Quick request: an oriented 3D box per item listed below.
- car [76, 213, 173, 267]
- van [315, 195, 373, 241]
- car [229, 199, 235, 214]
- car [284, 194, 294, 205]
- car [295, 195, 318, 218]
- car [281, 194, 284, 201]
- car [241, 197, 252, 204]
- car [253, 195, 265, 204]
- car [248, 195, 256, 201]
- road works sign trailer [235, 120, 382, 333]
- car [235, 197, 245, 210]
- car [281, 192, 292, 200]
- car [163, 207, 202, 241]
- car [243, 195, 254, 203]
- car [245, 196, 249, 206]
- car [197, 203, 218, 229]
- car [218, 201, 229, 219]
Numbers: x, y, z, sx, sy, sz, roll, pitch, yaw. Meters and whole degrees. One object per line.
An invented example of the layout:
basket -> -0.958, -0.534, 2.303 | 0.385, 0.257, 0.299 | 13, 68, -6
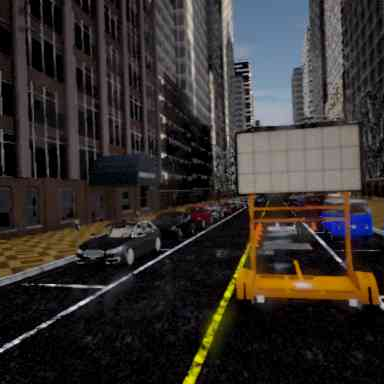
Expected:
car -> -2.425, 1.715, 11.978 | 2.008, 1.369, 4.403 | -3, -1, 14
van -> 7.051, 1.199, 15.513 | 1.690, 1.788, 3.998 | -3, -1, 14
car -> 2.972, 1.705, 34.063 | 1.802, 1.307, 4.206 | -3, -1, 14
car -> 16.503, 1.335, 54.159 | 2.008, 1.369, 4.403 | -3, -1, 14
car -> 9.748, 1.153, 26.556 | 2.192, 1.841, 5.009 | -3, -1, 14
car -> 21.888, 1.057, 76.247 | 2.192, 1.841, 5.009 | -3, -1, 14
car -> 11.066, 1.641, 67.190 | 1.802, 1.307, 4.206 | -3, -1, 14
car -> 13.502, 1.491, 65.813 | 1.812, 1.442, 4.674 | -2, 0, 14
car -> 15.070, 1.552, 83.589 | 1.752, 1.417, 4.829 | -3, -1, 14
road works sign trailer -> 2.153, 0.435, 6.805 | 2.380, 3.560, 2.880 | -2, 0, 14
car -> 5.669, 1.652, 45.106 | 2.008, 1.369, 4.403 | -3, -1, 14
car -> 23.237, 1.046, 81.769 | 2.192, 1.841, 5.009 | -3, -1, 14
car -> -1.075, 1.720, 17.499 | 1.947, 1.339, 4.313 | -3, -1, 14
car -> 12.408, 1.488, 72.712 | 1.967, 1.590, 4.097 | -3, -1, 14
car -> 8.367, 1.631, 56.148 | 2.008, 1.369, 4.403 | -3, -1, 14
car -> 0.273, 1.688, 23.020 | 1.887, 1.381, 4.507 | -3, -1, 14
car -> 1.622, 1.684, 28.542 | 2.008, 1.369, 4.403 | -3, -1, 14
